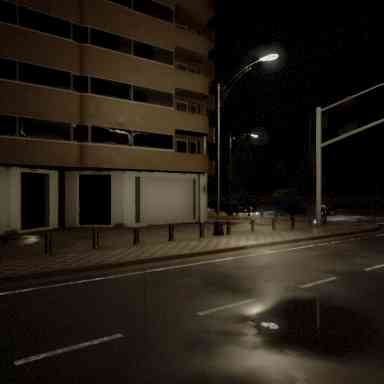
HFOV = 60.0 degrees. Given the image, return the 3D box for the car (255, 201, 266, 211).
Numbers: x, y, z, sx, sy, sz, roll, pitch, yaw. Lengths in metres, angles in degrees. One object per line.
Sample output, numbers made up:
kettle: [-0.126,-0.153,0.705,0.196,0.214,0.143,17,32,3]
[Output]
car: [6.889,1.560,41.069,1.837,1.490,4.892,0,0,-36]

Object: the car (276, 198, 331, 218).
car: [9.961,1.581,30.865,1.812,1.442,4.674,0,0,-37]

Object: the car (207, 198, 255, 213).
car: [4.332,1.603,38.630,2.033,1.411,5.357,0,0,-36]

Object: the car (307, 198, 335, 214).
car: [12.139,1.407,33.799,2.097,1.767,4.553,0,0,-36]

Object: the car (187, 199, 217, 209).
car: [1.411,1.656,48.666,1.895,1.301,4.718,0,0,-36]
